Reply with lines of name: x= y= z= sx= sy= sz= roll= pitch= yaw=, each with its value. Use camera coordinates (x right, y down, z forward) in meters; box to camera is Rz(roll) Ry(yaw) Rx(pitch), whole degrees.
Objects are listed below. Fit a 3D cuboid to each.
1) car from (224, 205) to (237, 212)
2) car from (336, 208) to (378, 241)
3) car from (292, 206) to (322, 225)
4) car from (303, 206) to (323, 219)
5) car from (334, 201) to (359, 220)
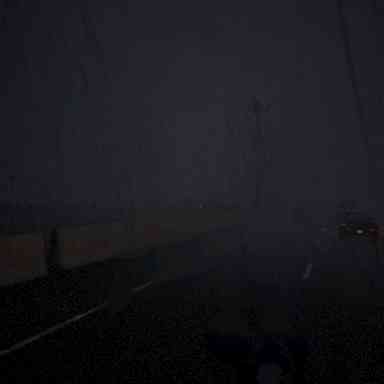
car: x=5.863 y=2.392 z=46.471 sx=2.033 sy=1.411 sz=5.357 roll=1 pitch=-1 yaw=23
car: x=9.283 y=1.844 z=18.739 sx=1.812 sy=1.442 sz=4.674 roll=1 pitch=-1 yaw=23
car: x=9.809 y=2.000 z=28.818 sx=2.128 sy=1.511 sz=4.902 roll=1 pitch=-1 yaw=23
car: x=14.526 y=2.413 z=39.787 sx=1.895 sy=1.301 sz=4.718 roll=1 pitch=-1 yaw=23
car: x=16.224 y=1.969 z=34.865 sx=2.150 sy=2.045 sz=5.566 roll=1 pitch=-1 yaw=23
